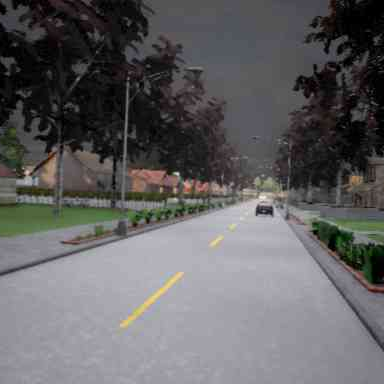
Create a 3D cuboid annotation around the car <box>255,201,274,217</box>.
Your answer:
[{"bbox_3d":[8.216,1.905,37.557,1.882,1.535,5.008,2,0,13],"label":"car"}]

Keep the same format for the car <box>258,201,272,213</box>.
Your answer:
[{"bbox_3d":[10.528,2.074,48.079,1.812,1.442,4.674,2,0,13],"label":"car"}]
